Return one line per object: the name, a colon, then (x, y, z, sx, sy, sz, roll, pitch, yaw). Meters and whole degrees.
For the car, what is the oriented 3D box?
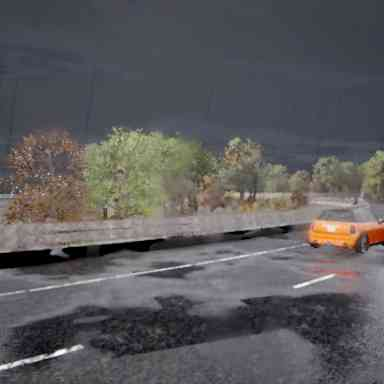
car: (6.982, 1.507, 14.464, 4.553, 1.767, 2.097, 1, -1, -44)
